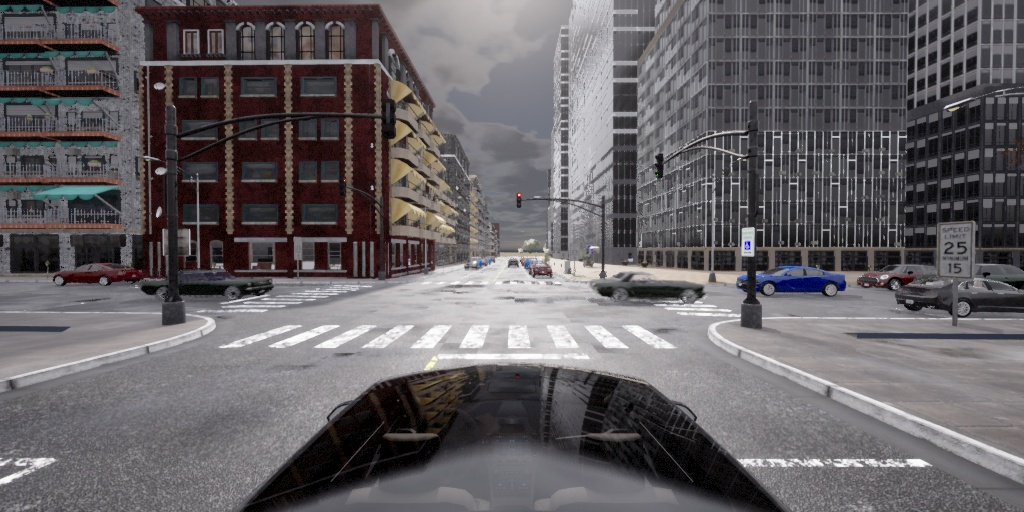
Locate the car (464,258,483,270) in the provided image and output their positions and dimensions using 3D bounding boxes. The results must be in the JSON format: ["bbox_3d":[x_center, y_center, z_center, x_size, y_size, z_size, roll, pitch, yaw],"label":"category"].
[{"bbox_3d":[-5.577,1.269,50.364,1.948,1.339,4.313,0,0,0],"label":"car"}]

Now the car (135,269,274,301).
[{"bbox_3d":[-13.770,1.310,16.464,4.718,1.301,1.895,0,1,-2],"label":"car"}]

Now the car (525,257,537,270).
[{"bbox_3d":[2.744,1.159,39.086,1.967,1.591,4.097,0,0,0],"label":"car"}]

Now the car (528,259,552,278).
[{"bbox_3d":[2.731,1.271,33.440,1.888,1.381,4.507,0,0,0],"label":"car"}]

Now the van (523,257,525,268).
[{"bbox_3d":[2.771,1.044,50.378,1.690,1.789,3.998,0,0,0],"label":"van"}]

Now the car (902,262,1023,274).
[{"bbox_3d":[24.146,1.189,18.886,4.553,1.767,2.097,0,1,1],"label":"car"}]

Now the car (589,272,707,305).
[{"bbox_3d":[5.956,1.373,16.005,4.718,1.301,1.895,1,0,1],"label":"car"}]

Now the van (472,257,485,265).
[{"bbox_3d":[-5.565,1.036,56.010,1.690,1.789,3.998,0,0,0],"label":"van"}]

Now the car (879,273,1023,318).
[{"bbox_3d":[16.741,1.445,13.100,4.403,1.370,2.007,0,0,1],"label":"car"}]

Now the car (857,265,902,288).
[{"bbox_3d":[23.420,1.230,21.632,4.097,1.591,1.967,0,0,1],"label":"car"}]

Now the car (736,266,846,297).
[{"bbox_3d":[14.687,1.270,19.046,5.008,1.535,1.882,0,1,2],"label":"car"}]

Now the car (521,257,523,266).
[{"bbox_3d":[2.784,1.240,56.024,1.888,1.381,4.507,0,0,0],"label":"car"}]

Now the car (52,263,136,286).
[{"bbox_3d":[-25.808,1.110,22.397,4.507,1.381,1.888,0,0,1],"label":"car"}]
